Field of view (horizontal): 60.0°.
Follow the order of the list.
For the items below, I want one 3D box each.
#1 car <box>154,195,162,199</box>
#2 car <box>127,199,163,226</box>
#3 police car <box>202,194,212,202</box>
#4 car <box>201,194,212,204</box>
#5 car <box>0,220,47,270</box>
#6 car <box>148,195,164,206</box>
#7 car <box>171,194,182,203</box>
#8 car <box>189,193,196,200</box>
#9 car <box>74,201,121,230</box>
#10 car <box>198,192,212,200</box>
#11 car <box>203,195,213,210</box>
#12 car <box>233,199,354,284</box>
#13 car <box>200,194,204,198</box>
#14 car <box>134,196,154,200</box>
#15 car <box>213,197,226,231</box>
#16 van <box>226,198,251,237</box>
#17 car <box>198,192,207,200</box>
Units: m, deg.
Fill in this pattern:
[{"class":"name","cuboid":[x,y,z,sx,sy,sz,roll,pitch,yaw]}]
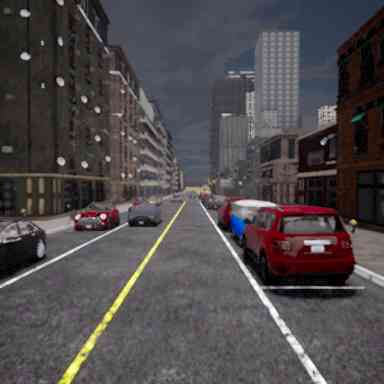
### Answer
[{"class":"car","cuboid":[-5.640,1.372,46.781,1.752,1.417,4.829,-1,0,0]},{"class":"car","cuboid":[-3.069,1.474,22.781,2.033,1.411,5.357,0,0,0]},{"class":"police car","cuboid":[3.094,1.192,69.322,1.930,1.638,5.238,0,0,0]},{"class":"car","cuboid":[2.708,1.412,46.990,1.947,1.339,4.313,-1,0,0]},{"class":"car","cuboid":[-5.691,1.521,9.491,2.008,1.369,4.403,-1,0,0]},{"class":"car","cuboid":[-5.633,1.267,52.530,1.967,1.590,4.097,-1,0,0]},{"class":"car","cuboid":[-2.940,1.138,64.073,2.097,1.767,4.553,0,0,1]},{"class":"car","cuboid":[0.112,1.102,82.025,2.128,1.511,4.902,0,0,0]},{"class":"car","cuboid":[-5.678,1.375,20.305,1.967,1.590,4.097,-1,0,0]},{"class":"car","cuboid":[2.718,1.122,58.148,2.192,1.841,5.009,-1,0,0]},{"class":"car","cuboid":[2.733,1.425,41.418,2.008,1.369,4.403,-1,0,0]},{"class":"car","cuboid":[2.684,1.285,9.472,2.192,1.841,5.009,-1,0,0]},{"class":"car","cuboid":[2.715,1.393,52.569,1.947,1.339,4.313,-1,0,0]},{"class":"car","cuboid":[-5.656,1.321,36.527,1.967,1.590,4.097,-1,0,0]},{"class":"car","cuboid":[2.699,1.250,20.286,2.192,1.841,5.009,-1,0,0]},{"class":"van","cuboid":[2.693,1.294,14.879,1.690,1.788,3.998,-1,0,0]},{"class":"car","cuboid":[2.757,1.019,86.046,2.192,1.841,5.009,-1,0,0]}]
